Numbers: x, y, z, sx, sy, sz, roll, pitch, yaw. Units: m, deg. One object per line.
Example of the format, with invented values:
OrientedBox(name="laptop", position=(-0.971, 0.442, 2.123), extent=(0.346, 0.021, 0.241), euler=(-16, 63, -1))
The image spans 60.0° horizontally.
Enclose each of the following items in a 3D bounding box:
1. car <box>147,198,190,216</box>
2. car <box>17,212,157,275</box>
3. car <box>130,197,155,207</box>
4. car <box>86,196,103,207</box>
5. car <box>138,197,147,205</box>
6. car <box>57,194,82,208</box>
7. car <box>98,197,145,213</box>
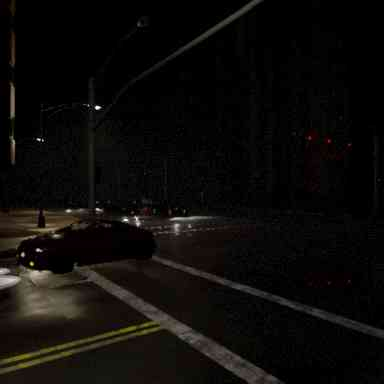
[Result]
OrientedBox(name="car", position=(-2.124, 1.493, 32.020), extent=(1.837, 1.490, 4.892), euler=(0, 1, -36))
OrientedBox(name="car", position=(-3.180, 1.562, 10.560), extent=(4.181, 1.385, 1.994), euler=(0, 0, -41))
OrientedBox(name="car", position=(-7.852, 1.513, 52.055), extent=(1.812, 1.442, 4.674), euler=(0, 0, -37))
OrientedBox(name="car", position=(-13.521, 1.342, 47.765), extent=(2.097, 1.767, 4.553), euler=(0, 0, -36))
OrientedBox(name="car", position=(-8.551, 1.515, 47.062), extent=(1.812, 1.442, 4.674), euler=(0, 0, -36))
OrientedBox(name="car", position=(-17.428, 1.320, 47.223), extent=(2.150, 2.045, 5.566), euler=(0, 0, -36))
OrientedBox(name="car", position=(-7.053, 1.540, 32.839), extent=(2.033, 1.411, 5.357), euler=(0, 0, -36))
